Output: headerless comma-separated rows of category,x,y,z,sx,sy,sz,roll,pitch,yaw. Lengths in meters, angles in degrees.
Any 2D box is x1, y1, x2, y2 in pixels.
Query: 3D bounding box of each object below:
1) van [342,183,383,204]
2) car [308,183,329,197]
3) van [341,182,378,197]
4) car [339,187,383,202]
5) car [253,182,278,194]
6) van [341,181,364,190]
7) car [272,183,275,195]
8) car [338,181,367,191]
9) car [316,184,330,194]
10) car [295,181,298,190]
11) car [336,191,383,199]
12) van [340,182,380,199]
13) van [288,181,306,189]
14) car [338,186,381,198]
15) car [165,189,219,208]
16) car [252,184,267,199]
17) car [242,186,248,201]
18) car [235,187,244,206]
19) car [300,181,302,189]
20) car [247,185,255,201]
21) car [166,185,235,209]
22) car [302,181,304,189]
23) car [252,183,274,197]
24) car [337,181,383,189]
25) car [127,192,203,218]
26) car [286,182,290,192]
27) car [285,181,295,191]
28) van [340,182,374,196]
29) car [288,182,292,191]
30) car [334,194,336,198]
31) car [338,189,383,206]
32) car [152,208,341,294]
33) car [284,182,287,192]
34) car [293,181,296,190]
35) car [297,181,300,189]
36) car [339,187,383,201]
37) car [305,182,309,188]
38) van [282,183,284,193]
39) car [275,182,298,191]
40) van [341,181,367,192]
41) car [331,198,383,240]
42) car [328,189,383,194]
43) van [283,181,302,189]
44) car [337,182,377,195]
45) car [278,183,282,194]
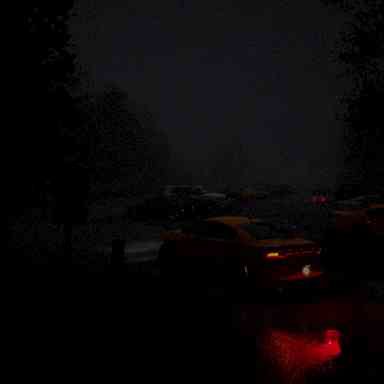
van,17.980,0.122,34.530,4.442,1.987,1.878,1,3,24
car,18.240,-0.165,47.468,2.128,1.511,4.902,1,2,24
van,23.593,-0.383,47.039,4.442,1.987,1.878,1,2,24
car,19.034,0.264,37.103,4.792,1.488,2.163,1,3,24
car,9.339,-0.304,47.430,4.553,1.767,2.185,1,2,24
van,36.110,-1.423,74.940,4.442,1.987,1.878,1,2,24
car,8.168,-0.077,44.916,4.892,1.521,2.231,1,3,24
car,34.844,-1.357,72.472,5.566,2.045,2.435,1,2,24
car,22.453,-0.529,56.857,1.882,1.535,5.008,1,2,24
car,18.389,-0.935,67.700,4.892,1.521,2.231,1,2,24
car,9.971,1.046,16.896,4.553,1.767,2.185,1,3,24
van,21.115,-0.195,42.065,4.442,1.987,1.878,1,2,24
van,28.503,-1.939,90.507,4.442,1.987,1.878,1,1,24
car,22.358,-0.065,44.567,5.008,1.535,2.097,1,2,24
car,-0.903,0.850,24.677,5.008,1.535,2.097,1,3,24
car,5.787,0.130,40.048,5.366,1.575,1.946,1,3,24
car,2.505,0.495,32.268,4.892,1.521,2.231,1,3,24
car,1.533,0.613,29.664,5.366,1.575,1.946,1,3,24
car,21.774,-1.346,75.300,4.553,1.767,2.185,1,2,24
car,3.466,0.370,34.876,5.366,1.575,1.946,1,3,24
car,0.253,0.481,27.186,5.566,2.045,2.435,1,3,24
car,22.933,-1.314,77.826,5.008,1.535,2.097,1,2,24
car,7.210,0.028,42.314,5.366,1.575,1.946,1,3,24
car,15.583,0.335,29.402,5.566,2.045,2.435,1,3,24
car,-2.070,0.997,22.162,4.792,1.488,2.163,1,3,24
car,13.825,-0.530,57.584,4.792,1.488,2.163,1,2,24
car,15.954,-0.754,62.710,5.366,1.575,1.946,1,2,24
van,24.513,-0.481,49.660,4.442,1.987,1.878,1,2,24
car,14.961,-0.624,60.116,4.792,1.488,2.163,1,2,24
car,10.998,1.087,19.339,4.792,1.488,2.163,1,3,24
car,16.665,0.496,31.963,4.792,1.488,2.163,1,3,24
car,0.933,1.365,8.580,1.882,1.535,5.008,2,-1,-31
car,12.690,-0.435,55.053,4.792,1.488,2.163,1,2,24
car,17.265,-0.841,65.163,4.892,1.521,2.231,1,2,24
car,19.361,-1.037,70.304,5.366,1.575,1.946,1,2,24
car,20.114,0.162,39.509,4.792,1.488,2.163,1,2,24
car,26.371,-1.848,85.397,5.566,2.045,2.435,1,2,24
van,11.687,-0.594,52.452,4.442,1.987,1.878,1,2,24
car,20.638,-1.251,72.768,4.553,1.767,2.185,1,2,24
van,31.577,-1.046,64.836,4.442,1.987,1.878,1,2,24
car,8.804,1.289,14.391,5.008,1.535,2.097,1,3,24
car,13.122,0.816,24.452,5.366,1.575,1.946,1,3,24
van,25.103,-1.730,82.925,4.442,1.987,1.878,1,2,24
car,25.727,-0.599,52.149,5.566,2.045,2.435,1,2,24
car,10.472,-0.246,49.965,4.792,1.488,2.163,1,2,24
